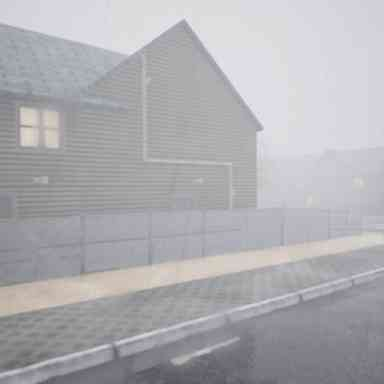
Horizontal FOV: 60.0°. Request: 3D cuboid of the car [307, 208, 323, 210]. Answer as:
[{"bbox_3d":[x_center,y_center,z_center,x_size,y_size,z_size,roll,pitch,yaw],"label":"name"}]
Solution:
[{"bbox_3d":[10.131,1.969,27.203,1.895,1.301,4.718,-1,-1,-36],"label":"car"}]
